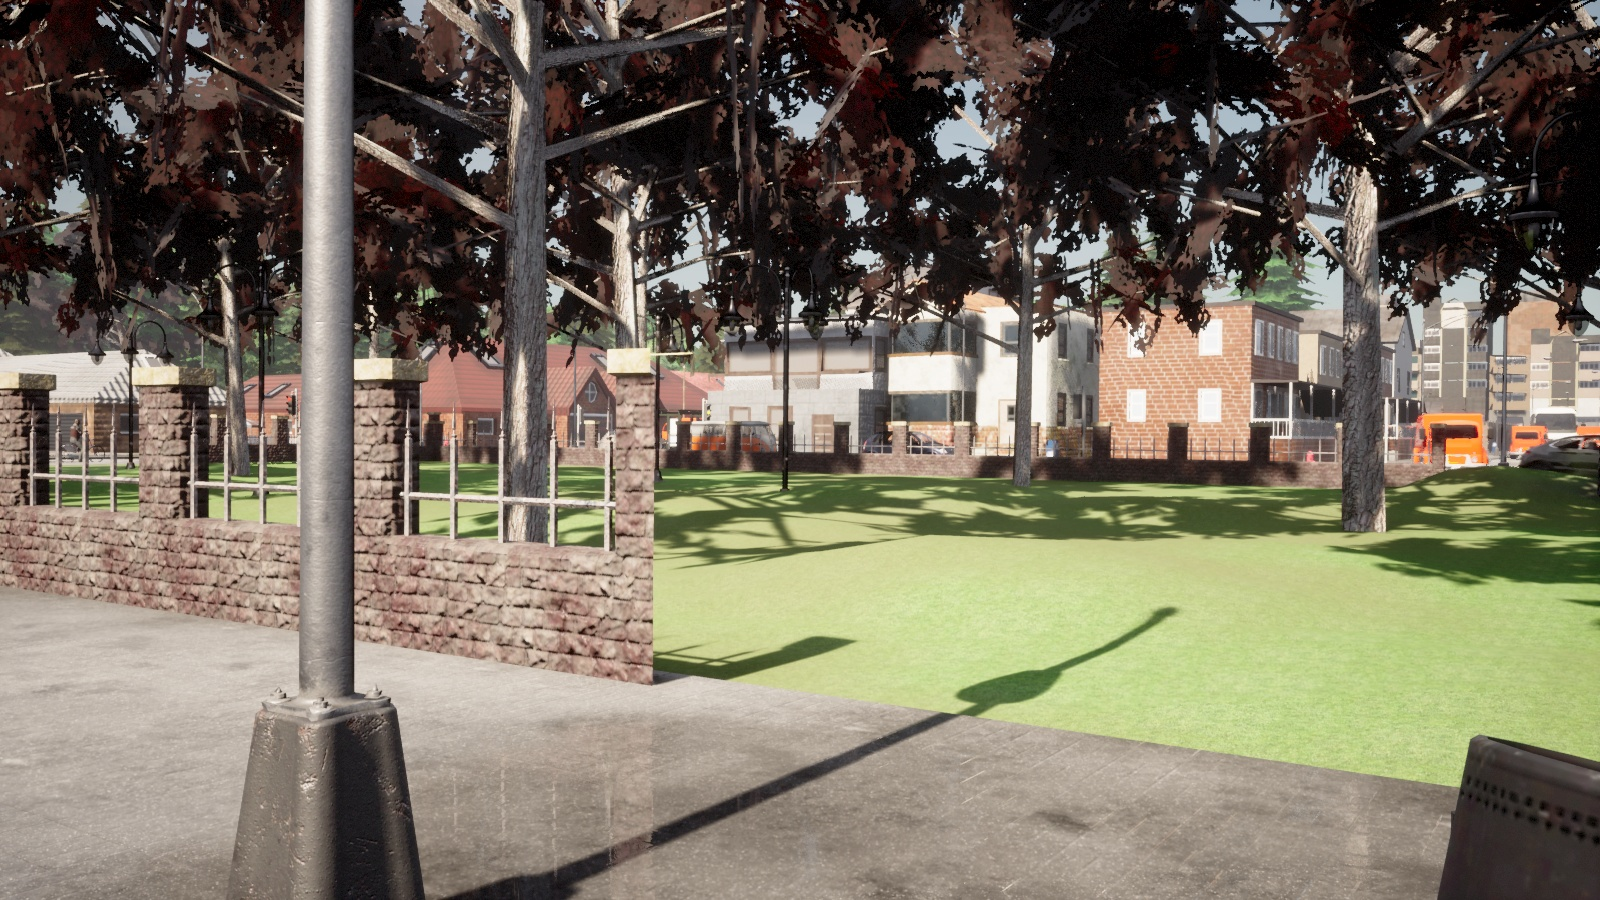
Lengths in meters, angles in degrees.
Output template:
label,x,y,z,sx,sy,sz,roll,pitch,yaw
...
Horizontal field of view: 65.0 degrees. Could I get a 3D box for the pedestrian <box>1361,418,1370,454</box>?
label,x,y,z,sx,sy,sz,roll,pitch,yaw
pedestrian,29.128,-0.706,64.684,0.331,1.846,0.636,0,1,31

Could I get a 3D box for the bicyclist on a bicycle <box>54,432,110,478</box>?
label,x,y,z,sx,sy,sz,roll,pitch,yaw
bicyclist on a bicycle,-28.707,0.176,50.233,0.659,1.776,1.843,0,1,32

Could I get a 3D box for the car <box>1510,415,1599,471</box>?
label,x,y,z,sx,sy,sz,roll,pitch,yaw
car,24.658,-0.234,38.123,2.152,1.651,5.027,-1,1,-28

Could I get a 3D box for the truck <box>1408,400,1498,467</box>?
label,x,y,z,sx,sy,sz,roll,pitch,yaw
truck,25.662,-0.666,49.533,2.627,2.467,5.204,-1,1,22

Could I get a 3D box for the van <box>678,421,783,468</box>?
label,x,y,z,sx,sy,sz,roll,pitch,yaw
van,-3.100,-0.249,55.745,4.442,1.987,1.775,0,1,31

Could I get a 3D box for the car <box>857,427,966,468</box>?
label,x,y,z,sx,sy,sz,roll,pitch,yaw
car,4.492,-0.104,50.719,3.988,1.617,1.851,0,1,32
